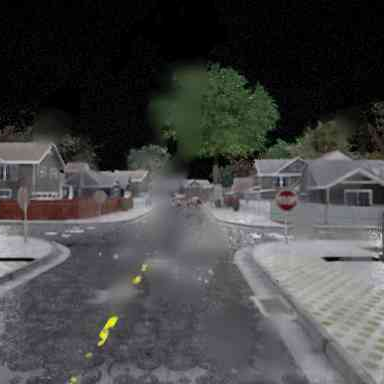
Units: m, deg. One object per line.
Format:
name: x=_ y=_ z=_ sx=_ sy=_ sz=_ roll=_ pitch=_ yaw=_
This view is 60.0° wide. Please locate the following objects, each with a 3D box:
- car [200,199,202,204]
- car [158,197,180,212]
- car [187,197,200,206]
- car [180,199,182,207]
car: x=0.915 y=1.797 z=72.346 sx=1.882 sy=1.535 sz=5.008 roll=0 pitch=-1 yaw=13
car: x=-2.835 y=1.453 z=39.388 sx=2.097 sy=1.767 sz=4.553 roll=0 pitch=0 yaw=0
car: x=0.011 y=1.829 z=61.748 sx=2.033 sy=1.411 sz=5.357 roll=0 pitch=0 yaw=1
car: x=-2.813 y=1.580 z=55.209 sx=2.097 sy=1.767 sz=4.553 roll=0 pitch=0 yaw=0
